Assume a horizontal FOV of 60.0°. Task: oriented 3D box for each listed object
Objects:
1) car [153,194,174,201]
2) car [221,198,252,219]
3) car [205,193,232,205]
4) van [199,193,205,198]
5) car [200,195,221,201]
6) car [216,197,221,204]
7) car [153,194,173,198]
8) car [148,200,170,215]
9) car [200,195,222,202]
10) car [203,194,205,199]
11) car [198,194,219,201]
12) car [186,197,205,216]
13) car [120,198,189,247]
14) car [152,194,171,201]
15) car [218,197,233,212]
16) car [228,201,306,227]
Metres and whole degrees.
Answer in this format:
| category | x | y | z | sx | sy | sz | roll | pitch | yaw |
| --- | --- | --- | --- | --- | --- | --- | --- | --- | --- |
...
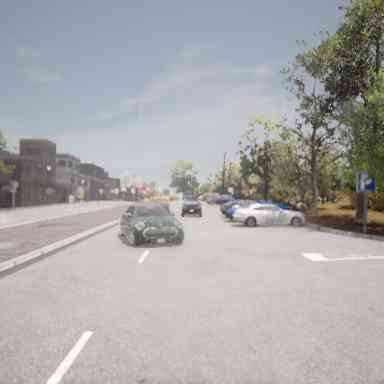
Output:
| category | x | y | z | sx | sy | sz | roll | pitch | yaw |
| --- | --- | --- | --- | --- | --- | --- | --- | --- | --- |
| car | -7.828 | 1.555 | 92.387 | 5.566 | 2.045 | 2.435 | 0 | -1 | -1 |
| car | 4.994 | 1.455 | 24.899 | 5.008 | 1.535 | 2.097 | 0 | 0 | 0 |
| car | 4.899 | 1.299 | 55.784 | 4.553 | 1.767 | 2.185 | 0 | 0 | 0 |
| van | 4.463 | 1.321 | 79.748 | 4.442 | 1.987 | 1.878 | 0 | -1 | -1 |
| car | 4.696 | 1.638 | 85.202 | 5.366 | 1.575 | 1.946 | 0 | -1 | -1 |
| car | 4.960 | 1.489 | 31.448 | 4.674 | 1.452 | 2.002 | 0 | 0 | 0 |
| car | -7.880 | 1.549 | 80.236 | 5.366 | 1.575 | 1.946 | 0 | -1 | -1 |
| car | -3.385 | 1.567 | 34.841 | 1.895 | 1.301 | 4.718 | 0 | 0 | 0 |
| car | 4.730 | 1.589 | 82.542 | 5.366 | 1.575 | 1.946 | 0 | -1 | -1 |
| car | 4.813 | 1.464 | 58.953 | 4.674 | 1.452 | 2.002 | 0 | 0 | -1 |
| car | 4.410 | 1.517 | 90.921 | 5.566 | 2.045 | 2.435 | 0 | -2 | -1 |
| car | -0.022 | 1.494 | 31.669 | 1.812 | 1.442 | 4.674 | 0 | 0 | 0 |
| car | -1.987 | 1.336 | 15.231 | 2.097 | 1.767 | 4.553 | 0 | 0 | -20 |
| car | -7.701 | 1.474 | 83.158 | 4.553 | 1.767 | 2.185 | 0 | -1 | -1 |
| car | 4.970 | 1.453 | 28.172 | 4.892 | 1.521 | 2.231 | 0 | 0 | 0 |
| car | 4.999 | 1.498 | 21.750 | 4.674 | 1.452 | 2.002 | 0 | 0 | 0 |
